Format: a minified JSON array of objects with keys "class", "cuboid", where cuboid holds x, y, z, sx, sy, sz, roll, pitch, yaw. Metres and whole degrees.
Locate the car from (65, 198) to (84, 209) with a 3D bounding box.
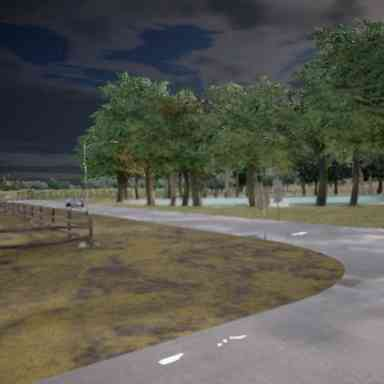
[{"class":"car","cuboid":[-17.855,1.656,50.545,2.128,1.511,4.902,-3,2,-35]}]
